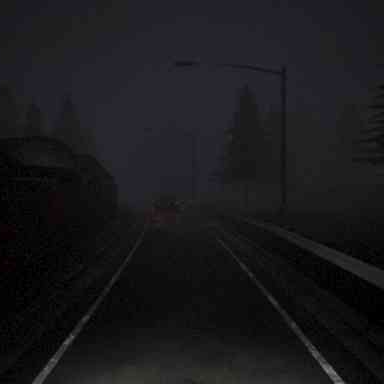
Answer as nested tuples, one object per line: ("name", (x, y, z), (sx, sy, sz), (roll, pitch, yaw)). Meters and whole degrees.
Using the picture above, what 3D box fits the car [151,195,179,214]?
("car", (-2.477, 1.079, 31.735), (2.097, 1.767, 4.553), (0, 0, -9))

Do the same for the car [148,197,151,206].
("car", (-4.918, 1.141, 45.052), (1.812, 1.442, 4.674), (0, 1, -12))
